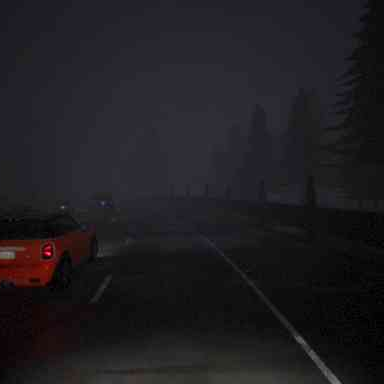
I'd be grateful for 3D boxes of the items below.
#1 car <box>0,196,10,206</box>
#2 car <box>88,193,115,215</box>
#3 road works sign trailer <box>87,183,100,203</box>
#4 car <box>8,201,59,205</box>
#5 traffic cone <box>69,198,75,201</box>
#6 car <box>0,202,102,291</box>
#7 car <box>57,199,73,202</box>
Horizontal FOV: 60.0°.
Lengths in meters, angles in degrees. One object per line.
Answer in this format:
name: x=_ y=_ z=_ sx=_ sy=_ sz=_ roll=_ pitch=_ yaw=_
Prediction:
car: x=-29.157 y=1.337 z=50.908 sx=2.033 sy=1.411 sz=5.357 roll=0 pitch=0 yaw=-31
car: x=-8.714 y=1.071 z=32.085 sx=2.150 sy=2.045 sz=5.566 roll=0 pitch=0 yaw=-18
road works sign trailer: x=-17.632 y=0.190 z=59.227 sx=2.380 sy=3.560 sz=2.880 roll=0 pitch=0 yaw=-36
car: x=-8.552 y=1.420 z=16.790 sx=2.128 sy=1.511 sz=4.902 roll=0 pitch=0 yaw=-9
traffic cone: x=-22.915 y=1.666 z=64.059 sx=0.340 sy=0.580 sz=0.340 roll=0 pitch=0 yaw=-36
car: x=-3.991 y=1.312 z=8.976 sx=2.097 sy=1.767 sz=4.553 roll=0 pitch=0 yaw=-5
car: x=-12.913 y=1.414 z=33.490 sx=1.994 sy=1.385 sz=4.181 roll=0 pitch=0 yaw=-19
